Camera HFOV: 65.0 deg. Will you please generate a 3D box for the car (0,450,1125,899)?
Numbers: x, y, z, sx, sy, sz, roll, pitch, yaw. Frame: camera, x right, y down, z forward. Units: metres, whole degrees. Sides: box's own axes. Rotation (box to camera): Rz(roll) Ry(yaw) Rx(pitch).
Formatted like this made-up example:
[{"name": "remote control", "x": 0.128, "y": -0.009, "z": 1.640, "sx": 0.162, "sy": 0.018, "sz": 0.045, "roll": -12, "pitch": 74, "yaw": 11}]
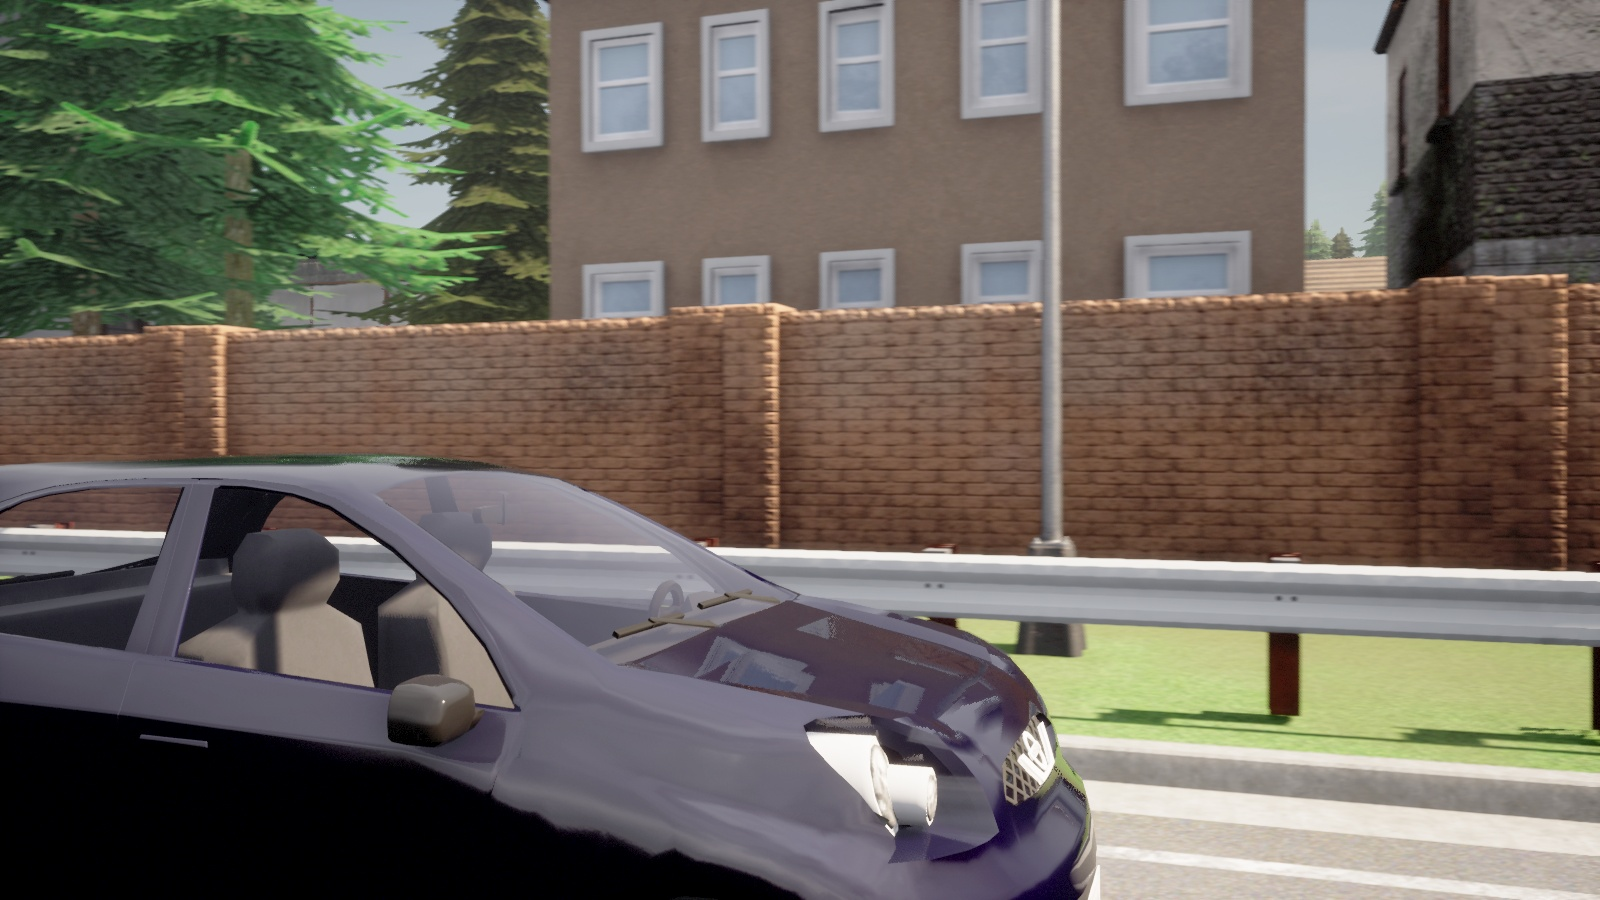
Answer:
[{"name": "car", "x": -1.031, "y": 0.780, "z": 3.540, "sx": 3.633, "sy": 1.501, "sz": 1.845, "roll": 1, "pitch": 1, "yaw": 19}]
